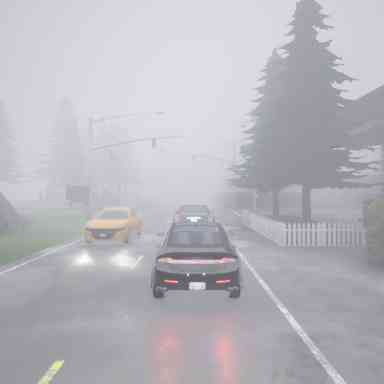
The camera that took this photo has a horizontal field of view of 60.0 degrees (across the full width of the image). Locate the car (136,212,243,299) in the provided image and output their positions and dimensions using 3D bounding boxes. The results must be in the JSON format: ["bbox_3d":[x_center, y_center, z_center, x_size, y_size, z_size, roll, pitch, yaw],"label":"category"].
[{"bbox_3d":[0.094,1.491,8.460,2.128,1.511,4.902,0,0,0],"label":"car"}]

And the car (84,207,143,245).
[{"bbox_3d":[-3.570,1.477,15.855,1.882,1.535,5.008,0,0,0],"label":"car"}]

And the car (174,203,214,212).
[{"bbox_3d":[0.088,1.352,17.613,2.097,1.767,4.553,0,0,0],"label":"car"}]
